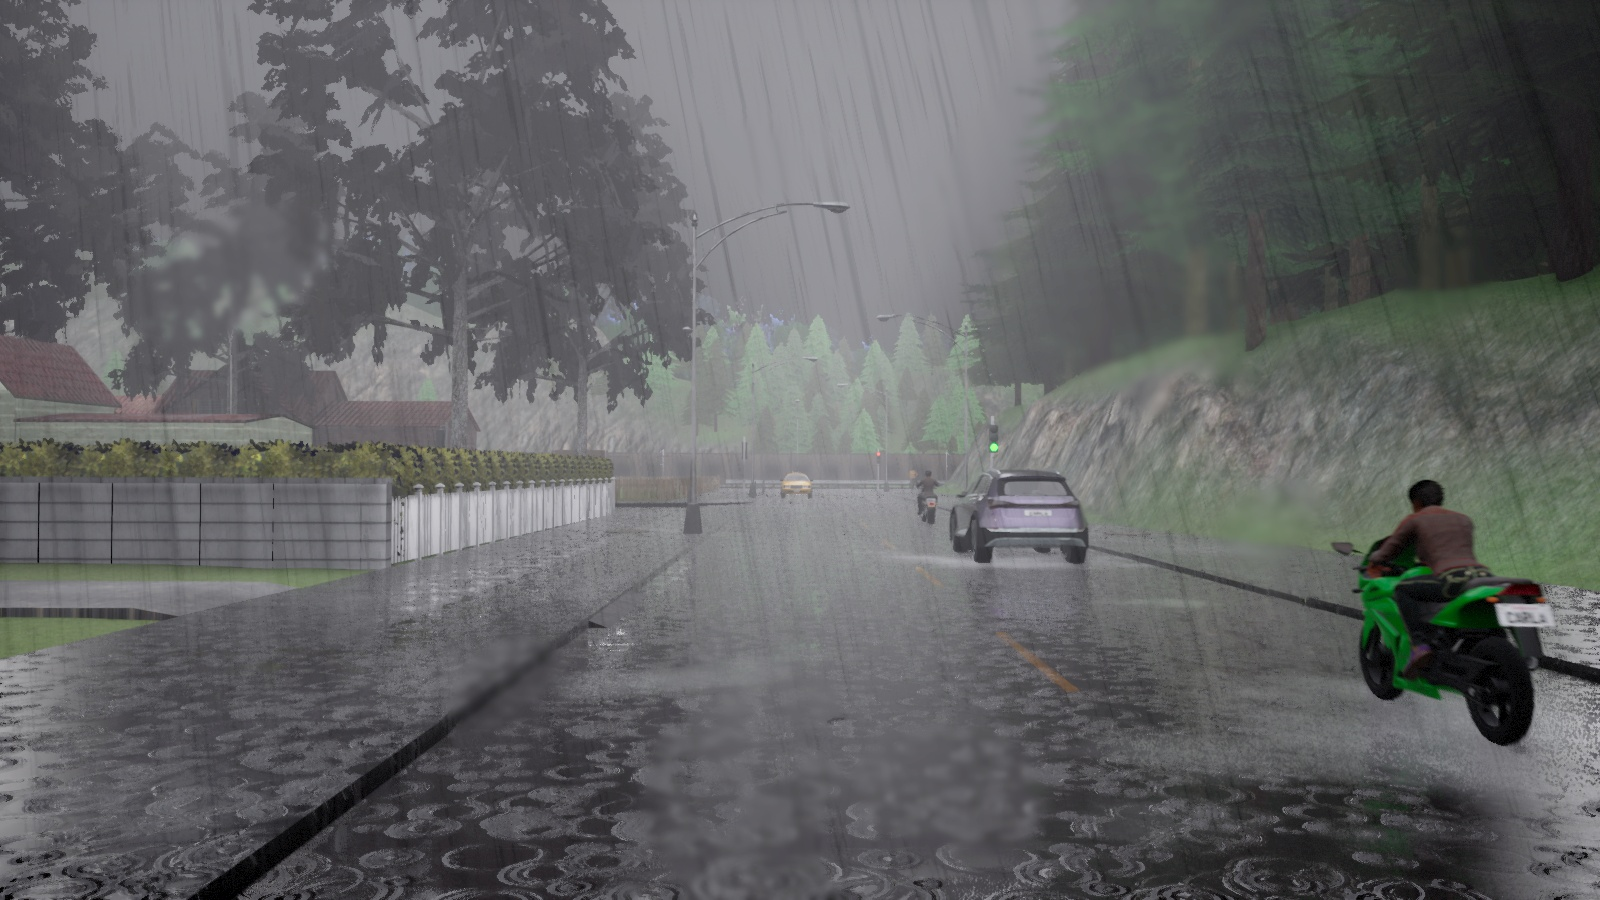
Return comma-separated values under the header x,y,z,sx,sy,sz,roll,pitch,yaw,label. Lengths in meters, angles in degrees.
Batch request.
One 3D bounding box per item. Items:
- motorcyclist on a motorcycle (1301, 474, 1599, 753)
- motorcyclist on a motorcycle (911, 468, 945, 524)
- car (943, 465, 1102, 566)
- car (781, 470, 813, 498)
x,y,z,sx,sy,sz,roll,pitch,yaw,label
3.980,0.914,7.922,0.797,1.523,2.044,0,-1,0,motorcyclist on a motorcycle
3.900,1.393,38.427,0.766,1.649,2.350,0,-1,0,motorcyclist on a motorcycle
3.942,1.116,23.111,2.033,1.649,4.856,0,-1,0,car
-0.184,1.989,73.693,1.801,1.575,5.366,0,-1,0,car
